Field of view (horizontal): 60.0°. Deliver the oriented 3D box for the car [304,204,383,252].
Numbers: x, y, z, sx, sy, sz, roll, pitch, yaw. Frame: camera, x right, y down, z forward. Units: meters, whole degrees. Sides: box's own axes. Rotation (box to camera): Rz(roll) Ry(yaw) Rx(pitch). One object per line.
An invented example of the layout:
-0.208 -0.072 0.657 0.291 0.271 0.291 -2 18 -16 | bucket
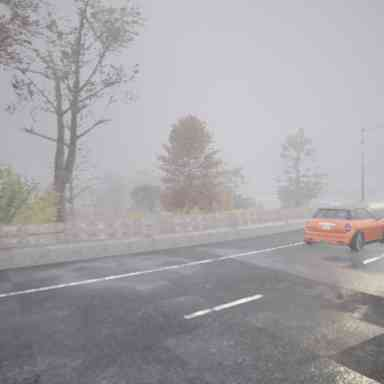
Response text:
6.782 1.383 14.325 4.553 1.767 2.097 0 0 -43 | car
